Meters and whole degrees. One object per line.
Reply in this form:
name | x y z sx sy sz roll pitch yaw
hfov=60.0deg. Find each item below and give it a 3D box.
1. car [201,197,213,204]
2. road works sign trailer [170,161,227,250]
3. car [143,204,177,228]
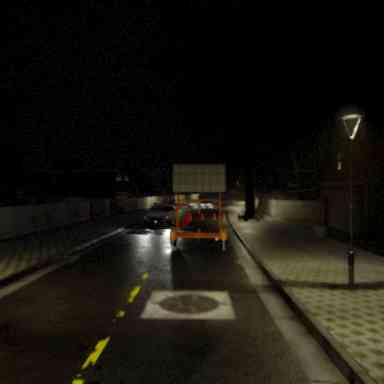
car | 2.938 1.589 64.663 1.895 1.301 4.718 0 0 10
road works sign trailer | 0.311 0.471 14.379 2.380 3.560 2.880 0 0 3
car | -2.071 1.535 22.609 1.812 1.442 4.674 0 0 4
